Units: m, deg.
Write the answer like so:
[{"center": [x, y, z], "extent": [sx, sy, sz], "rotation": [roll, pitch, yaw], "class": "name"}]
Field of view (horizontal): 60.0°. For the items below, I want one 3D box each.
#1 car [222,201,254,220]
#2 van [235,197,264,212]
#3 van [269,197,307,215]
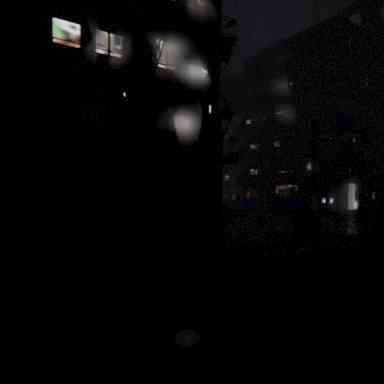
[{"center": [3.137, 1.739, 29.618], "extent": [1.802, 1.307, 4.206], "rotation": [-2, 0, -36], "class": "car"}, {"center": [6.559, 1.483, 39.051], "extent": [1.690, 1.788, 3.998], "rotation": [-2, 0, -36], "class": "van"}, {"center": [9.874, 1.409, 34.535], "extent": [1.690, 1.788, 3.998], "rotation": [-2, 0, -36], "class": "van"}]
